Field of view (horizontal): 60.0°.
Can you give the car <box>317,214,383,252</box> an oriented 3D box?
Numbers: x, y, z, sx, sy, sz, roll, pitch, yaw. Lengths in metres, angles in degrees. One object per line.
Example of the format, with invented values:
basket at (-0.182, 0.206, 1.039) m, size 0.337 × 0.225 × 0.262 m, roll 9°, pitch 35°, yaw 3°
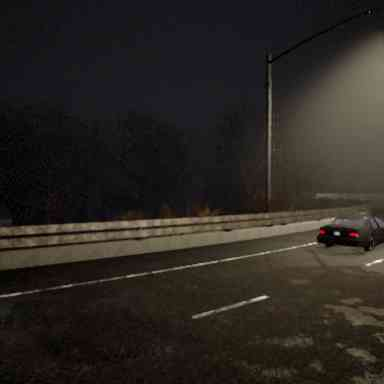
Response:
car at (7.508, 1.712, 14.854) m, size 5.357 × 1.411 × 2.033 m, roll 1°, pitch -1°, yaw -44°
